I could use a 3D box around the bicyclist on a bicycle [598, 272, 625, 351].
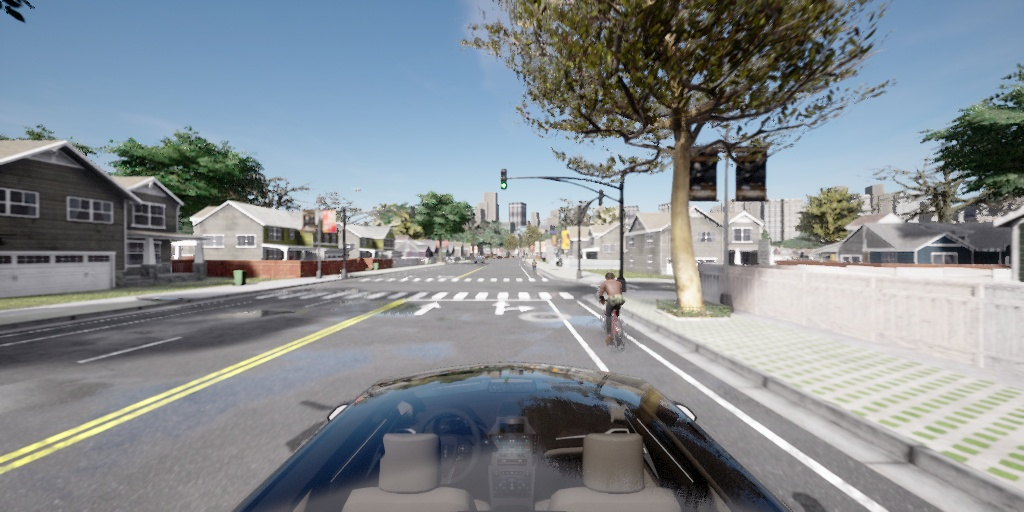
[{"bbox_3d":[2.252,1.202,8.098,0.582,1.620,1.656,0,0,0],"label":"bicyclist on a bicycle"}]

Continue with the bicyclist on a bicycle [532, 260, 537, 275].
[{"bbox_3d":[2.256,1.182,36.082,0.582,1.620,1.656,0,0,0],"label":"bicyclist on a bicycle"}]
